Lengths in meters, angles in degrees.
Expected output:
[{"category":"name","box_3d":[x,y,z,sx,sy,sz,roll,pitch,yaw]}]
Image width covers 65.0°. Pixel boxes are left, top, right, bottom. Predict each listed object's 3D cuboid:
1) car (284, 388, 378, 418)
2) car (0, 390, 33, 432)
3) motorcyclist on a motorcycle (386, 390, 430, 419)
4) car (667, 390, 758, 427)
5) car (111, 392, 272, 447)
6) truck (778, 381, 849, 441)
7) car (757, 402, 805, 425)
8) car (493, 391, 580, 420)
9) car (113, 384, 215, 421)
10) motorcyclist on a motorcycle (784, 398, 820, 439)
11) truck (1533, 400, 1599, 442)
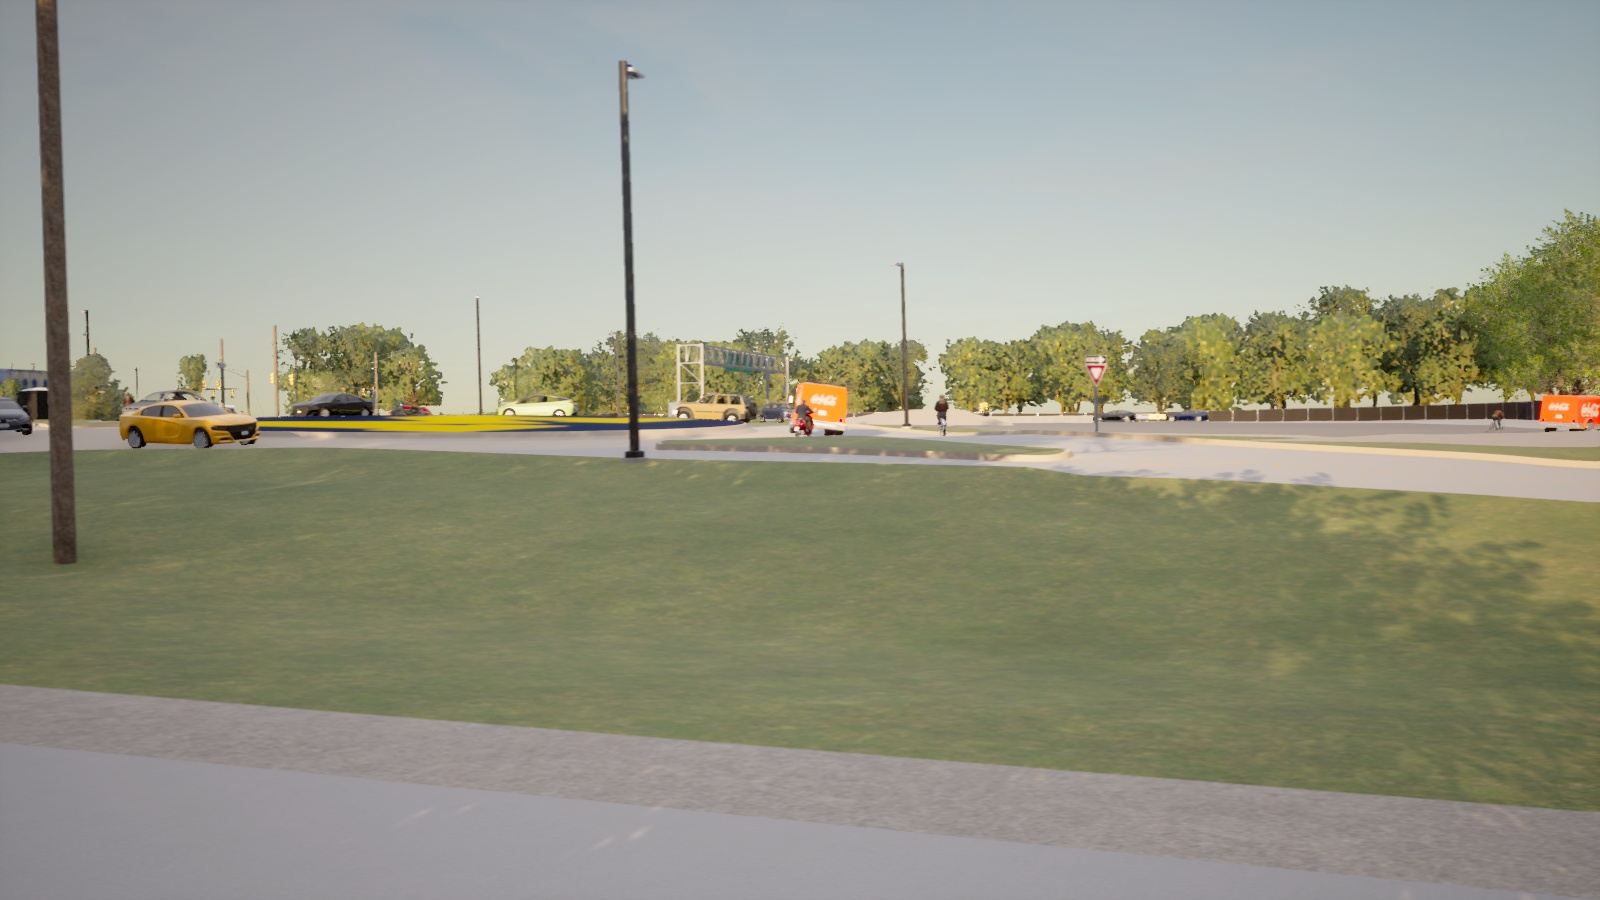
[{"category":"car","box_3d":[-25.373,-2.537,68.097,1.882,1.535,5.008,1,2,21]},{"category":"car","box_3d":[-31.683,-1.554,49.575,1.812,1.442,4.674,-4,7,-38]},{"category":"motorcyclist on a motorcycle","box_3d":[-23.008,-2.649,73.703,2.350,1.649,0.766,0,-1,-26]},{"category":"car","box_3d":[-4.880,-2.299,69.904,4.605,1.855,1.932,3,1,16]},{"category":"car","box_3d":[-19.825,-1.019,40.872,5.008,1.535,1.882,2,7,25]},{"category":"truck","box_3d":[0.592,-1.906,60.961,2.627,2.467,5.204,7,1,-5]},{"category":"car","box_3d":[-1.399,-2.643,90.333,1.789,1.549,3.705,1,1,-31]},{"category":"car","box_3d":[-14.959,-2.529,71.425,4.514,1.525,2.007,1,1,1]},{"category":"car","box_3d":[-29.893,-2.241,59.120,1.851,1.617,3.988,-1,2,21]},{"category":"motorcyclist on a motorcycle","box_3d":[0.092,-1.265,50.793,0.866,1.590,1.817,2,2,20]},{"category":"truck","box_3d":[49.153,-1.820,79.426,5.204,2.467,2.627,0,3,-33]}]
